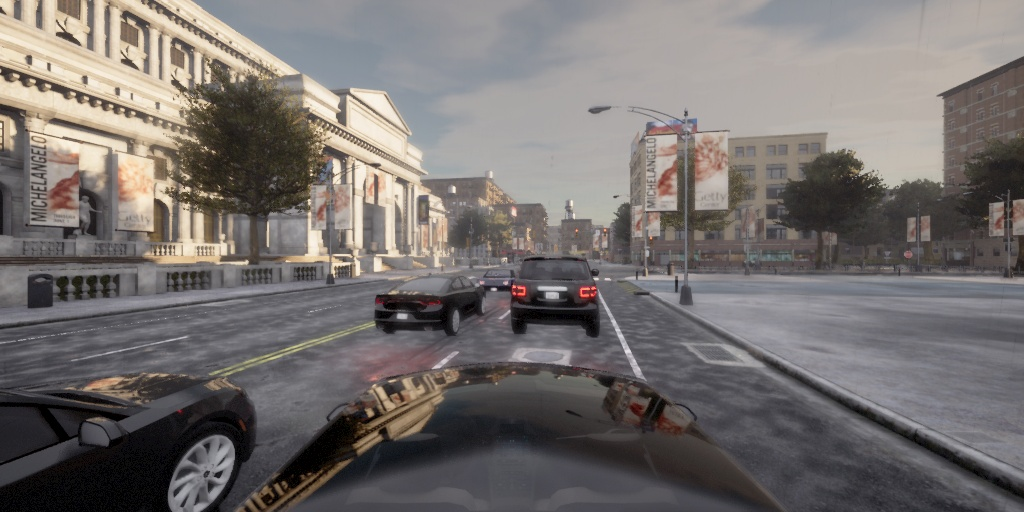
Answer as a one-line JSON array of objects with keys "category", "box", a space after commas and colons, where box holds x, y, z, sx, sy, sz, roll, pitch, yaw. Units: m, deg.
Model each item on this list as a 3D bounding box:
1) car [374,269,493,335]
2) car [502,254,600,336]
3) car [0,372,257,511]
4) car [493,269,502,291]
[{"category": "car", "box": [-2.114, 1.228, 10.629, 1.882, 1.535, 5.008, 0, 0, 9]}, {"category": "car", "box": [1.374, 0.971, 10.617, 2.150, 2.045, 5.566, 0, 0, 10]}, {"category": "car", "box": [-3.204, 1.255, 1.235, 1.837, 1.490, 4.892, 0, 0, 0]}, {"category": "car", "box": [-0.458, 1.351, 19.751, 1.895, 1.301, 4.718, 0, 0, 11]}]
